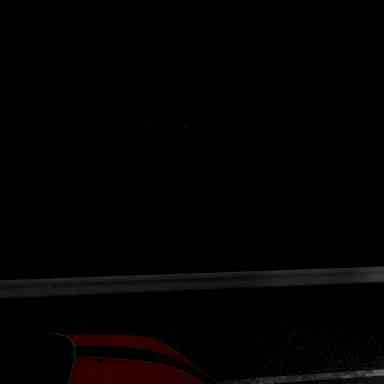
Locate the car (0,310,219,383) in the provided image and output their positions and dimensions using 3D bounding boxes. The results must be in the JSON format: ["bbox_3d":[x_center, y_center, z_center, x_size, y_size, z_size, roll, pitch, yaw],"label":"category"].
[{"bbox_3d":[-1.841,1.352,1.677,4.553,1.767,2.097,0,0,-7],"label":"car"}]
